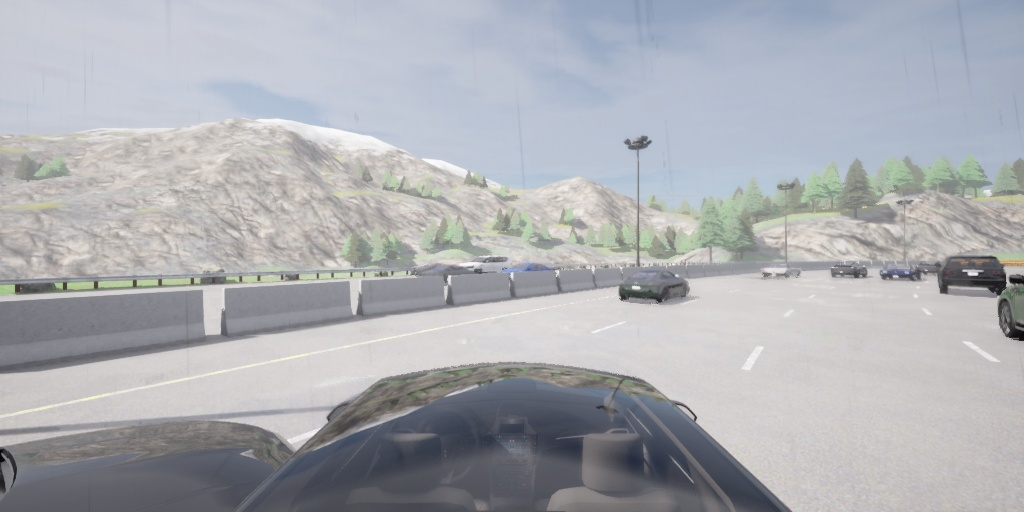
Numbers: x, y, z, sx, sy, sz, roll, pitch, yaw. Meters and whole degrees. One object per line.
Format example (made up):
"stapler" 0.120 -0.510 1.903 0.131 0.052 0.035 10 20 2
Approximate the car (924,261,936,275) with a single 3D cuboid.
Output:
"car" 43.311 1.241 36.877 4.902 1.511 2.128 0 0 -31

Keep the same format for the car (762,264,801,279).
"car" 24.819 1.350 32.914 4.718 1.301 1.895 0 0 -37

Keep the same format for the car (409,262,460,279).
"car" -7.051 1.314 32.959 1.994 1.385 4.181 0 0 45

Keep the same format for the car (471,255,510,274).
"car" -2.344 0.971 32.767 5.566 2.045 2.150 0 0 -44

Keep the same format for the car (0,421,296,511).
"car" -2.983 1.255 0.544 4.892 1.490 1.837 0 0 -45

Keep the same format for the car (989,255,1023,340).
"car" 11.587 0.969 6.705 2.150 2.045 5.566 0 0 43

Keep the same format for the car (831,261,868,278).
"car" 31.373 1.241 33.354 4.902 1.511 2.128 0 0 -35

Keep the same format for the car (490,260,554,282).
"car" 1.049 1.227 26.244 1.882 1.535 5.008 0 0 45

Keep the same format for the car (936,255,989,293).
"car" 24.924 0.973 19.540 5.566 2.045 2.150 0 0 -40

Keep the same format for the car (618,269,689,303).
"car" 6.672 1.314 16.711 1.994 1.385 4.181 0 0 44

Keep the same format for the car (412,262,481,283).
"car" -4.645 1.314 25.375 1.994 1.385 4.181 0 0 43

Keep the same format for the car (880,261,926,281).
"car" 32.304 1.351 29.743 4.718 1.301 1.895 0 0 -35
